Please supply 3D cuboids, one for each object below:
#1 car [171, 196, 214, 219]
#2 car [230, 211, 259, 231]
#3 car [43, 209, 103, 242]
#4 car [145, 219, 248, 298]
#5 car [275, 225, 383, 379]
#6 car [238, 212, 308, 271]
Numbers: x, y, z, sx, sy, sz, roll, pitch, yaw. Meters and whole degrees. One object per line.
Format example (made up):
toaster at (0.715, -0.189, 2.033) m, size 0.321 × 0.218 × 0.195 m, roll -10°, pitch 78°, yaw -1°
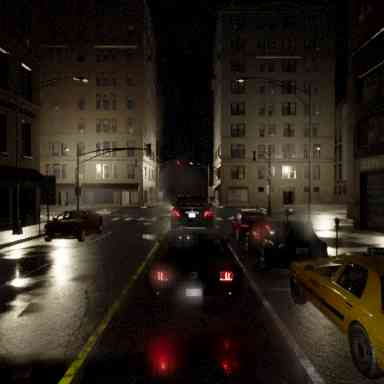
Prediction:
car at (0.002, 1.214, 18.459) m, size 2.150 × 2.045 × 5.566 m, roll 0°, pitch 0°, yaw 0°
car at (2.870, 1.576, 16.298) m, size 1.802 × 1.307 × 4.206 m, roll -1°, pitch 0°, yaw 0°
car at (-5.675, 1.538, 16.300) m, size 1.887 × 1.381 × 4.507 m, roll -1°, pitch 0°, yaw 0°
car at (0.046, 1.598, 8.467) m, size 1.895 × 1.301 × 4.718 m, roll 0°, pitch 0°, yaw 0°
car at (2.863, 1.524, 5.296) m, size 1.752 × 1.417 × 4.829 m, roll -1°, pitch 0°, yaw 0°
car at (2.867, 1.562, 10.712) m, size 1.947 × 1.339 × 4.313 m, roll -1°, pitch 0°, yaw 0°
